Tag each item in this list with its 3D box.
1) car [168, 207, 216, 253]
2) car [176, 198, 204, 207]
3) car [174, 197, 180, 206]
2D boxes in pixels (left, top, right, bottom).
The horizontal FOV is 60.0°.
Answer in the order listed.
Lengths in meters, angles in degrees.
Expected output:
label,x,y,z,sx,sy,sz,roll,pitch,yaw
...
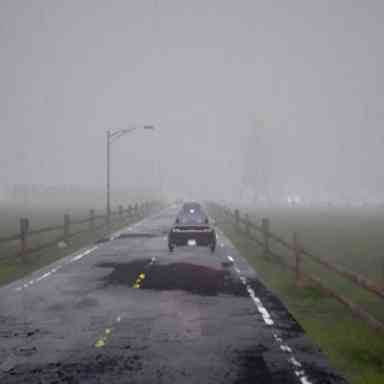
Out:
label,x,y,z,sx,sy,sz,roll,pitch,yaw
car,0.002,1.631,14.302,2.128,1.511,4.902,0,0,0
car,-0.001,1.632,29.098,2.097,1.767,4.553,0,-1,0
car,-2.760,2.062,71.847,2.097,1.767,4.553,0,-1,0
